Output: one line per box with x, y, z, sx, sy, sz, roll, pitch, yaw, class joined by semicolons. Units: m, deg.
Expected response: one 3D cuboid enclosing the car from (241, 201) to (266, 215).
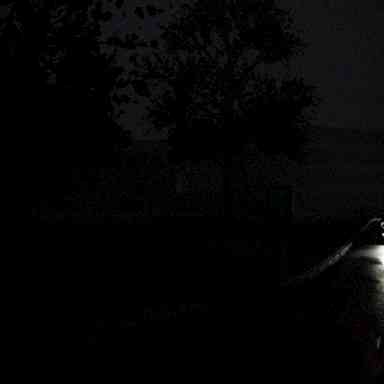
8.043;1.826;38.488;4.902;1.511;2.128;0;0;-20;car

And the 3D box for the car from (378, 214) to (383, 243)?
10.109;1.439;15.764;2.097;1.767;4.553;0;0;32;car

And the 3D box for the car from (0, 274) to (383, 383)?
-0.522;1.551;2.816;5.357;1.411;2.033;0;0;-31;car
